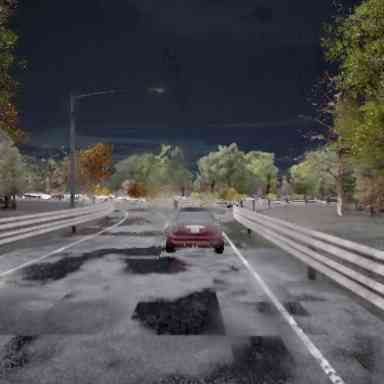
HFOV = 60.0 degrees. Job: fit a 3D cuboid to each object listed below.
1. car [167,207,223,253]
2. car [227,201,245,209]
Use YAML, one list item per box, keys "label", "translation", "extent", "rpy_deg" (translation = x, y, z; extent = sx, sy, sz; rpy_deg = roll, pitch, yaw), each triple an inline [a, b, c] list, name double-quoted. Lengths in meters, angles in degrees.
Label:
- label: "car"
  translation: [0.126, 1.423, 14.223]
  extent: [2.097, 1.767, 4.553]
  rpy_deg: [0, 0, 0]
- label: "car"
  translation: [7.271, 2.042, 54.216]
  extent: [1.895, 1.301, 4.718]
  rpy_deg: [0, -1, 25]
